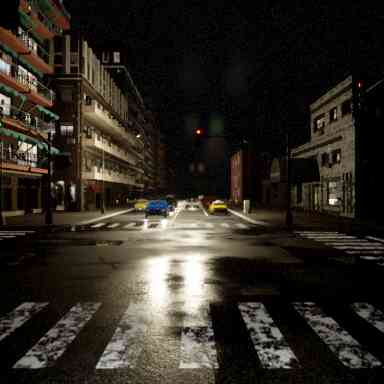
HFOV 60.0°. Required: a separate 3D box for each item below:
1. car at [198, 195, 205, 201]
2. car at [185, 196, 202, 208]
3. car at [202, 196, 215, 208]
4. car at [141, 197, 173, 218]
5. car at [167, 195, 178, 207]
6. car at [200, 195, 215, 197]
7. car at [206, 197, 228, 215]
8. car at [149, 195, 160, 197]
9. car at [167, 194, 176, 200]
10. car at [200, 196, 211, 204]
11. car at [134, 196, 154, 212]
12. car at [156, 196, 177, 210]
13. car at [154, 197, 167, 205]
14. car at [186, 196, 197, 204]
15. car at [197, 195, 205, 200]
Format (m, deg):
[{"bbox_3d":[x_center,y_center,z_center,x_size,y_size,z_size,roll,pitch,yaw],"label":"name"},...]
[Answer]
[{"bbox_3d":[2.584,1.632,89.375,1.752,1.417,4.829,0,0,0],"label":"car"},{"bbox_3d":[0.045,1.633,47.236,1.895,1.301,4.718,0,0,0],"label":"car"},{"bbox_3d":[2.639,1.611,44.891,1.802,1.307,4.206,0,0,0],"label":"car"},{"bbox_3d":[-3.136,1.494,30.672,1.882,1.535,5.008,0,0,0],"label":"car"},{"bbox_3d":[-3.135,1.541,50.018,1.837,1.490,4.892,0,0,0],"label":"car"},{"bbox_3d":[2.633,1.351,50.431,2.192,1.841,5.009,0,0,0],"label":"car"},{"bbox_3d":[2.652,1.544,33.983,1.752,1.417,4.829,0,0,0],"label":"car"},{"bbox_3d":[-5.748,1.351,50.420,2.192,1.841,5.009,0,0,0],"label":"car"},{"bbox_3d":[-5.802,1.434,94.734,2.192,1.841,5.009,0,0,0],"label":"car"},{"bbox_3d":[2.612,1.612,67.048,2.008,1.369,4.403,0,0,0],"label":"car"},{"bbox_3d":[-5.735,1.549,39.171,1.752,1.417,4.829,0,0,0],"label":"car"},{"bbox_3d":[-3.130,1.550,39.950,1.812,1.442,4.674,0,0,0],"label":"car"},{"bbox_3d":[-5.762,1.603,61.498,2.008,1.369,4.403,0,0,0],"label":"car"},{"bbox_3d":[-0.024,1.607,66.147,2.033,1.411,5.357,0,0,0],"label":"car"},{"bbox_3d":[2.578,1.670,94.744,2.008,1.369,4.403,0,0,0],"label":"car"}]
